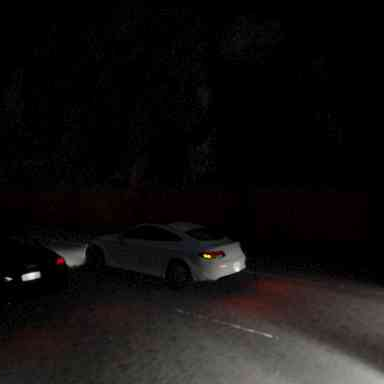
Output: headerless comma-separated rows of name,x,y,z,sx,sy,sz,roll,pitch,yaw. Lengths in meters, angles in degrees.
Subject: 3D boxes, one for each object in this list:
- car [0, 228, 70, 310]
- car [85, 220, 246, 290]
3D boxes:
car,-4.580,1.493,7.262,4.181,1.385,1.994,1,0,35
car,-0.848,1.473,8.901,4.674,1.442,1.812,1,1,36
